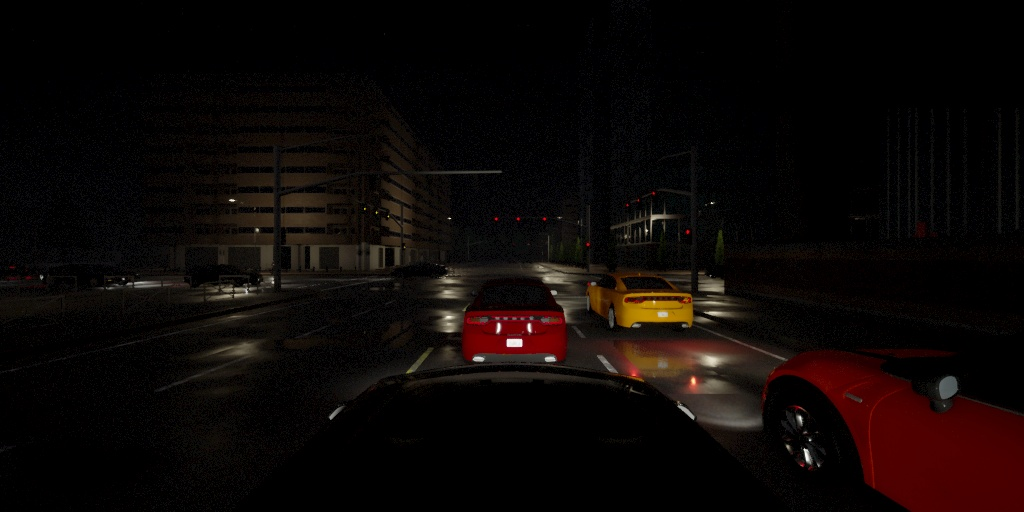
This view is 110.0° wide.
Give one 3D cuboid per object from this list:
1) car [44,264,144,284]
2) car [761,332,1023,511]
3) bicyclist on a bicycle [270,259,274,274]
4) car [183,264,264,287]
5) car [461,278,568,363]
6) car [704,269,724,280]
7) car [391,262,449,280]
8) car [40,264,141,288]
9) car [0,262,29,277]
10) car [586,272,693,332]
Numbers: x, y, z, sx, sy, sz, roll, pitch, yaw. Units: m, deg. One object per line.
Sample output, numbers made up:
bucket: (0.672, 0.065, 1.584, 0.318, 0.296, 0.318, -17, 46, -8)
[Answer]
car: (-32.193, 1.353, 27.737, 5.357, 1.411, 2.033, 0, 0, 0)
car: (3.600, 1.102, 1.794, 2.097, 1.767, 4.553, 0, 0, 0)
bicyclist on a bicycle: (-25.540, 1.106, 38.695, 0.582, 1.620, 1.656, 0, 0, 0)
car: (-19.431, 1.331, 24.208, 4.674, 1.442, 1.812, 0, 0, 0)
car: (0.058, 1.228, 8.164, 1.882, 1.535, 5.008, 0, 0, 0)
car: (19.520, 1.406, 31.246, 4.718, 1.301, 1.895, 0, 0, 0)
car: (-8.034, 1.270, 31.347, 4.902, 1.511, 2.128, 0, 0, 0)
car: (-28.670, 1.310, 24.223, 4.892, 1.490, 1.837, 0, 0, 0)
car: (-50.350, 1.297, 34.956, 4.902, 1.511, 2.128, 0, 0, 1)
car: (3.577, 1.228, 10.940, 1.882, 1.535, 5.008, 0, 0, 0)
